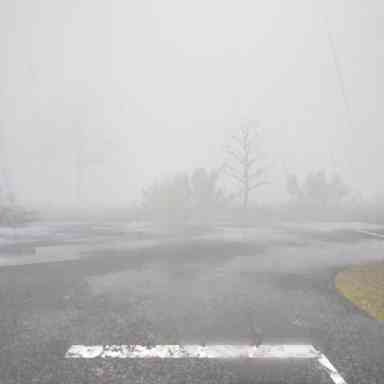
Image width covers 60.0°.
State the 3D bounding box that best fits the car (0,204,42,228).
[{"bbox_3d":[-12.654,1.499,21.370,5.357,1.411,2.033,0,0,-2],"label":"car"}]
